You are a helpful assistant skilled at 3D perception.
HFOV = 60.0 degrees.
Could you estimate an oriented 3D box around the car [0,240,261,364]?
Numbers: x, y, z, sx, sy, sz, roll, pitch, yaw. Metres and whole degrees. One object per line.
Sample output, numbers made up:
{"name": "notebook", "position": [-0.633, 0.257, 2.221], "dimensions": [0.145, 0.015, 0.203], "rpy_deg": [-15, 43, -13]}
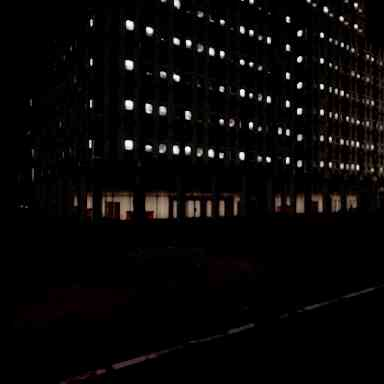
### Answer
{"name": "car", "position": [-0.906, 1.576, 5.862], "dimensions": [4.829, 1.417, 1.752], "rpy_deg": [1, -1, -35]}
